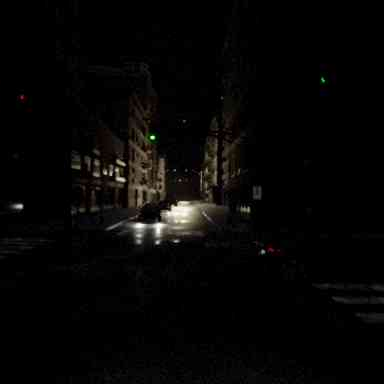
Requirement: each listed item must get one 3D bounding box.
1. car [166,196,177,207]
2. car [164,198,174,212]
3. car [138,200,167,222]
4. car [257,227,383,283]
[{"bbox_3d":[-3.922,1.691,61.901,2.150,2.045,5.566,0,0,-1],"label":"car"},{"bbox_3d":[-3.762,1.914,45.099,1.837,1.490,4.892,0,0,-1],"label":"car"},{"bbox_3d":[-3.543,1.744,29.284,1.882,1.535,5.008,0,-1,-1],"label":"car"},{"bbox_3d":[4.064,1.751,9.733,4.181,1.385,1.994,1,0,0],"label":"car"}]
